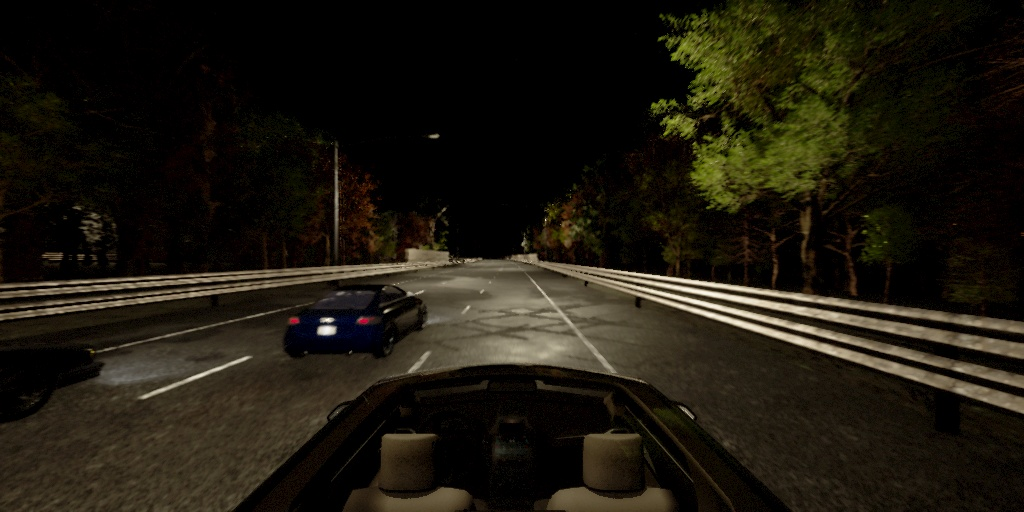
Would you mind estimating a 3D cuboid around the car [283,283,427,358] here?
[{"bbox_3d":[-3.398,1.341,8.586,1.994,1.385,4.181,0,0,0],"label":"car"}]

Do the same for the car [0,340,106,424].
[{"bbox_3d":[-6.900,1.302,2.730,2.033,1.411,5.357,0,0,0],"label":"car"}]
